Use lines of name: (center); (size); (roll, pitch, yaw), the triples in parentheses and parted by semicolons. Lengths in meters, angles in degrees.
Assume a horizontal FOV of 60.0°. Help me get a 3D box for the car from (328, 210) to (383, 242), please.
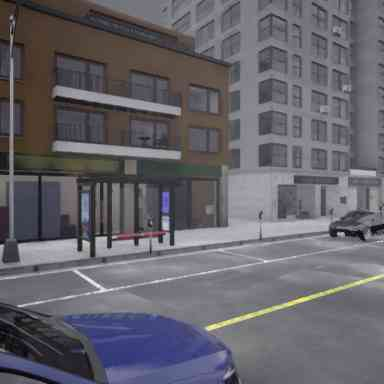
car: (8.602, 1.566, 16.530); (4.313, 1.339, 1.947); (0, 0, -36)

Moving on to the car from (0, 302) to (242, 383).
car: (-1.704, 1.525, 2.218); (4.674, 1.442, 1.812); (0, 0, -35)
